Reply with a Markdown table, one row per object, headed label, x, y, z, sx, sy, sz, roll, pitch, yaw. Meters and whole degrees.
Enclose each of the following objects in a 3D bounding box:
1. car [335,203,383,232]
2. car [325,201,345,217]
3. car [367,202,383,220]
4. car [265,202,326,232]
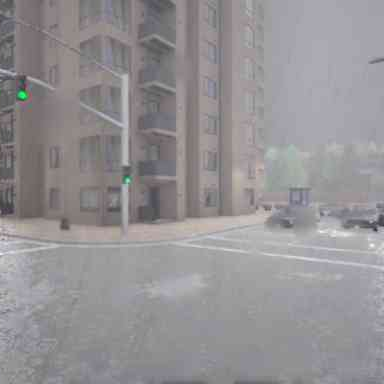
| label | x | y | z | sx | sy | sz | roll | pitch | yaw |
| --- | --- | --- | --- | --- | --- | --- | --- | --- | --- |
| car | 10.727 | 1.551 | 20.622 | 2.033 | 1.411 | 5.357 | 0 | 0 | 36 |
| car | 12.088 | 1.499 | 28.412 | 2.128 | 1.511 | 4.902 | 0 | 0 | 36 |
| car | 16.387 | 1.604 | 28.360 | 1.895 | 1.301 | 4.718 | 0 | 0 | 36 |
| car | 6.391 | 1.555 | 20.619 | 2.033 | 1.411 | 5.357 | 0 | 0 | 36 |
